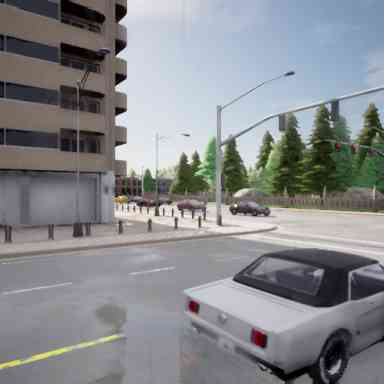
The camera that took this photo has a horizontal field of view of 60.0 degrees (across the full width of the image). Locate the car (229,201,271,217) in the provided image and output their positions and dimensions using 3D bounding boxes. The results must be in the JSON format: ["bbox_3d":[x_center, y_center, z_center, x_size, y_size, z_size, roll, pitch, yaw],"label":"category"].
[{"bbox_3d":[5.652,1.622,33.047,1.812,1.442,4.674,0,0,-36],"label":"car"}]

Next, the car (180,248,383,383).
[{"bbox_3d":[2.247,1.609,5.369,4.718,1.301,1.895,0,0,-35],"label":"car"}]

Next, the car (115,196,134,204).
[{"bbox_3d":[-14.278,1.580,67.112,1.882,1.535,5.008,0,0,-36],"label":"car"}]

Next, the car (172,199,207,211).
[{"bbox_3d":[-0.128,1.622,41.092,1.812,1.442,4.674,0,0,-35],"label":"car"}]

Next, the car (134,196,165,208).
[{"bbox_3d":[-6.407,1.697,49.853,1.895,1.301,4.718,0,0,-36],"label":"car"}]

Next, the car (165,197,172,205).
[{"bbox_3d":[-5.634,1.656,61.101,2.033,1.411,5.357,0,0,-36],"label":"car"}]
